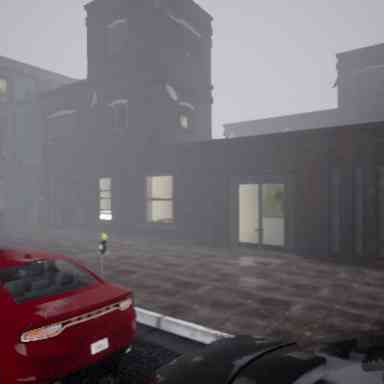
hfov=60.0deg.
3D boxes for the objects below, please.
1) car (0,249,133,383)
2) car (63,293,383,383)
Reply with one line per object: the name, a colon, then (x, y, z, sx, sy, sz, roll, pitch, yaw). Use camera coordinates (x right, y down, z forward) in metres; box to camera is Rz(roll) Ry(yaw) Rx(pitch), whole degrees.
car: (-2.814, 1.520, 4.901, 4.507, 1.381, 1.887, 0, 0, 36)
car: (1.436, 1.567, 1.859, 4.313, 1.339, 1.947, 0, 0, 36)
